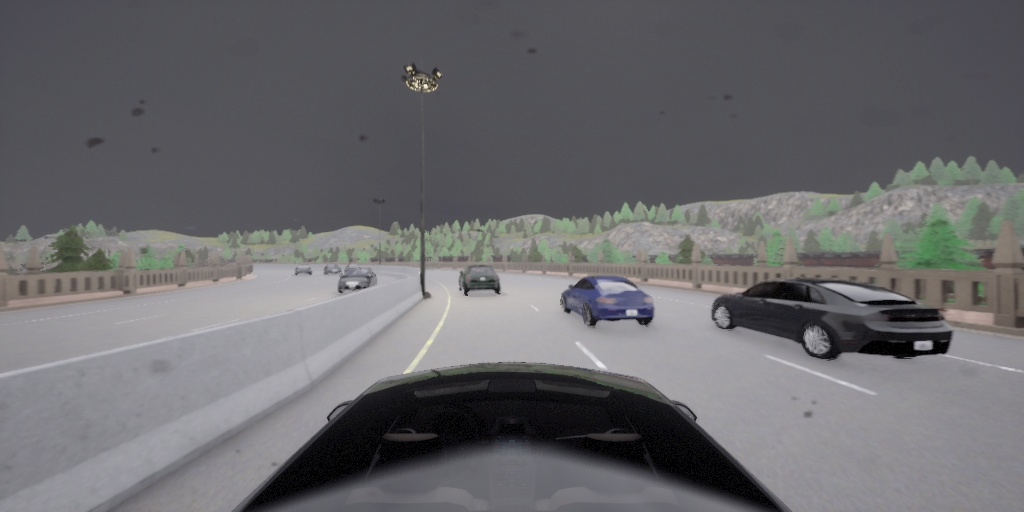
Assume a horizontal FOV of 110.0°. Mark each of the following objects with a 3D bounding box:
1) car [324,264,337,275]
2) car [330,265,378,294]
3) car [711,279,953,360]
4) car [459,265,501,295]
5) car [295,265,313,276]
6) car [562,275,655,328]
[{"bbox_3d":[-25.325,1.908,50.606,2.128,1.511,4.902,0,-1,-32],"label":"car"},{"bbox_3d":[-9.848,1.526,23.196,2.128,1.511,4.902,0,-1,-14],"label":"car"},{"bbox_3d":[6.726,1.269,8.393,1.837,1.490,4.892,0,-1,-3],"label":"car"},{"bbox_3d":[-2.068,1.314,21.899,2.097,1.767,4.553,0,-1,-12],"label":"car"},{"bbox_3d":[-28.676,1.956,49.373,1.812,1.442,4.674,0,-1,-33],"label":"car"},{"bbox_3d":[2.940,1.351,11.730,1.812,1.442,4.674,0,-1,-5],"label":"car"}]
